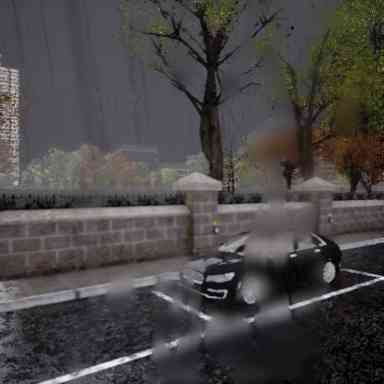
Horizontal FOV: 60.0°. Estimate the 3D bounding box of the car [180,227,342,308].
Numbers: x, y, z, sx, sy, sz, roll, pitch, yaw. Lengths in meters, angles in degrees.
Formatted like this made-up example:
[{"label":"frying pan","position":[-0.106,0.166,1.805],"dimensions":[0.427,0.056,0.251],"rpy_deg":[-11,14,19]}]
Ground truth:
[{"label":"car","position":[1.766,1.548,7.819],"dimensions":[4.403,1.369,2.008],"rpy_deg":[0,0,-35]}]
